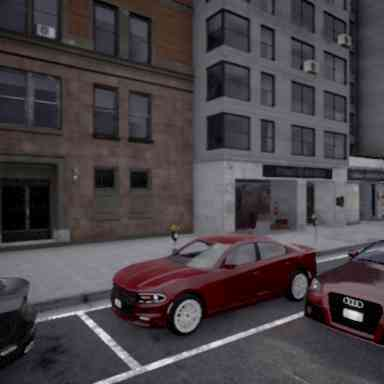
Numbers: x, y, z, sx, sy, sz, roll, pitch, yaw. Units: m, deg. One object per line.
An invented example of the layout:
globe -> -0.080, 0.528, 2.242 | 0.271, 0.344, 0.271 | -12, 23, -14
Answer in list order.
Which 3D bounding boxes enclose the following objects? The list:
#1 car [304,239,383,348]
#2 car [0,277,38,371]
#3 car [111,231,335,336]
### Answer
car -> 3.887, 1.543, 5.839 | 4.181, 1.385, 1.994 | 0, 0, -35
car -> -3.983, 1.555, 3.347 | 4.403, 1.369, 2.008 | 0, 0, -36
car -> 0.642, 1.530, 6.647 | 4.507, 1.381, 1.887 | 0, 0, -36
